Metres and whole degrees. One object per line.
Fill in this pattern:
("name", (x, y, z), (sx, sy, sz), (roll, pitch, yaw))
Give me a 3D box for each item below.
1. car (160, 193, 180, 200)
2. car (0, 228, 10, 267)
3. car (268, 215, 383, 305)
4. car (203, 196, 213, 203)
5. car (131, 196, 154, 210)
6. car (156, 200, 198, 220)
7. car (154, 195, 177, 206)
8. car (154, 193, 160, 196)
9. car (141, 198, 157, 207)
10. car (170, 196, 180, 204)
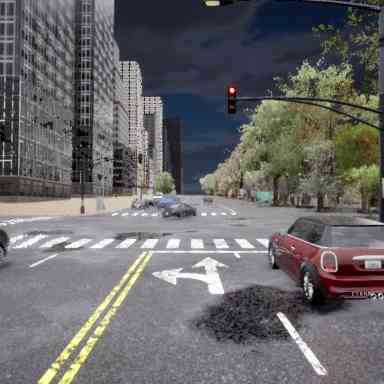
("car", (-3.373, 1.256, 52.481), (2.150, 2.045, 5.566), (0, 0, 0))
("car", (-6.494, 1.499, 8.195), (2.128, 1.511, 4.902), (0, 0, 0))
("car", (3.341, 1.350, 8.265), (2.097, 1.767, 4.553), (-1, 0, 0))
("car", (3.322, 1.502, 69.735), (2.128, 1.511, 4.902), (0, -1, 0))
("car", (-6.623, 1.520, 42.700), (2.128, 1.511, 4.902), (0, 0, 0))
("car", (-1.131, 1.749, 31.222), (1.812, 1.442, 4.674), (0, 0, 28))
("car", (-3.375, 1.506, 42.543), (1.882, 1.535, 5.008), (0, 0, 0))
("car", (-6.573, 1.261, 65.335), (2.150, 2.045, 5.566), (0, 0, 1))
("car", (-6.625, 1.635, 51.969), (1.895, 1.301, 4.718), (0, 0, 0))
("car", (-3.328, 1.569, 65.421), (1.812, 1.442, 4.674), (0, 0, 0))
